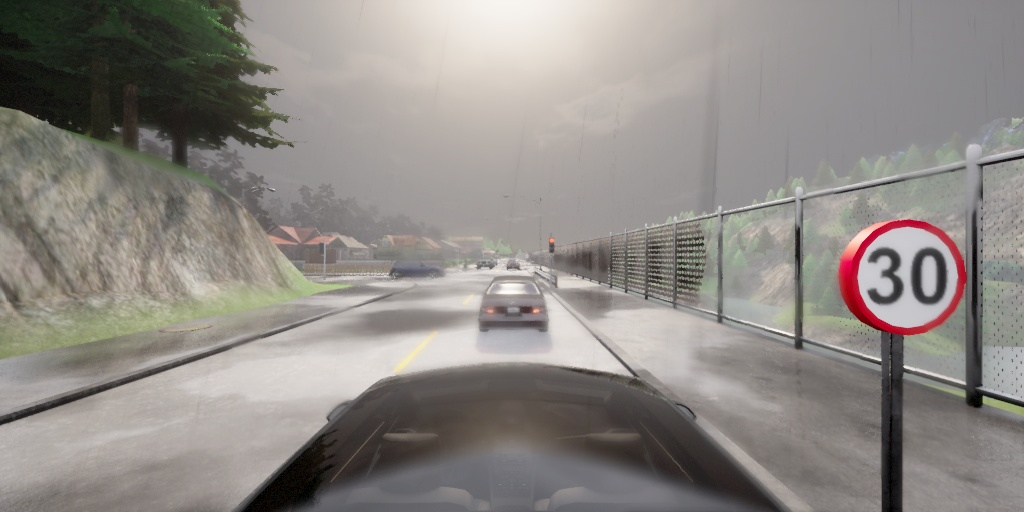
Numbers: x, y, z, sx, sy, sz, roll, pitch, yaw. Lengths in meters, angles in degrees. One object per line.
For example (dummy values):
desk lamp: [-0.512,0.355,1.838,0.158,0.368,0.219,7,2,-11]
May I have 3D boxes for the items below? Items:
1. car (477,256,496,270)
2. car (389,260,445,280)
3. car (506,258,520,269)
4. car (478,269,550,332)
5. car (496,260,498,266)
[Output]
car: [-4.078,0.971,54.688,2.150,2.045,5.566,0,0,0]
car: [-8.119,1.101,30.881,4.553,1.767,2.097,0,0,-8]
car: [0.144,1.351,52.795,1.895,1.301,4.718,0,0,0]
car: [0.050,1.297,10.794,2.033,1.411,5.357,0,0,0]
car: [-4.038,1.297,64.931,2.033,1.411,5.357,0,0,0]
